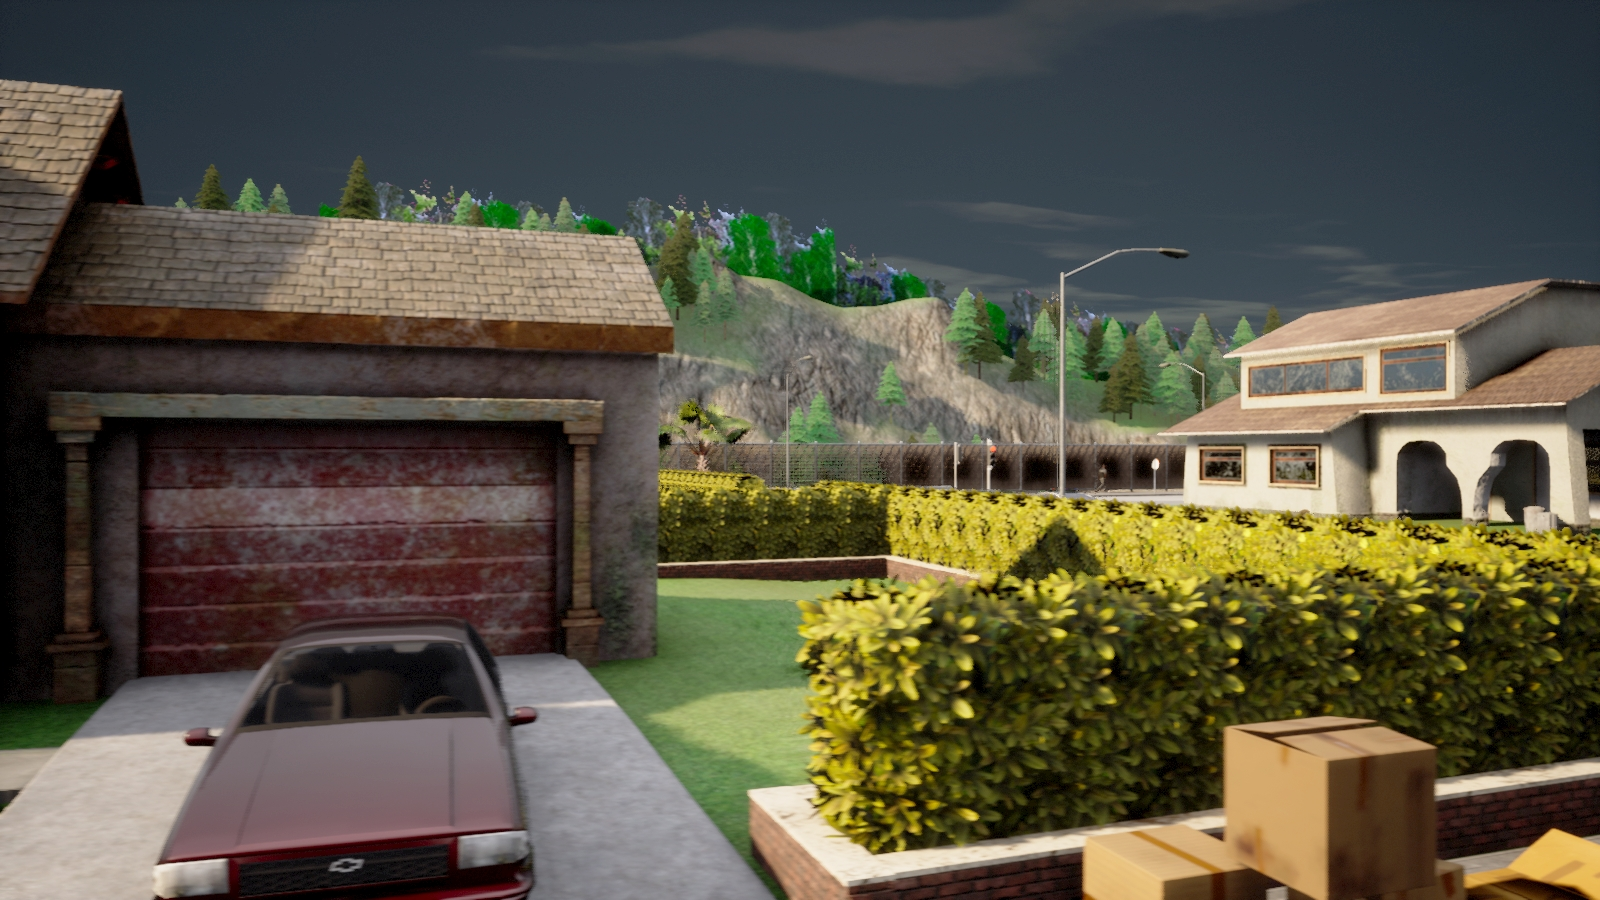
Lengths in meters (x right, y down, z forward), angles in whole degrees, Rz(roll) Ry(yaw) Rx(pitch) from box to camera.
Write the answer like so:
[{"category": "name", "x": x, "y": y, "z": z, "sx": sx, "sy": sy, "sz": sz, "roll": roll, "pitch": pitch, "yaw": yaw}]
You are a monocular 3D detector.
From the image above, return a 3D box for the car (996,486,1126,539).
[{"category": "car", "x": 8.756, "y": 2.064, "z": 38.853, "sx": 2.038, "sy": 1.542, "sz": 4.974, "roll": 0, "pitch": 0, "yaw": -18}]

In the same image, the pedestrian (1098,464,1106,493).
[{"category": "pedestrian", "x": 19.318, "y": 1.797, "z": 73.045, "sx": 0.375, "sy": 1.860, "sz": 0.375, "roll": 0, "pitch": 0, "yaw": -25}]
